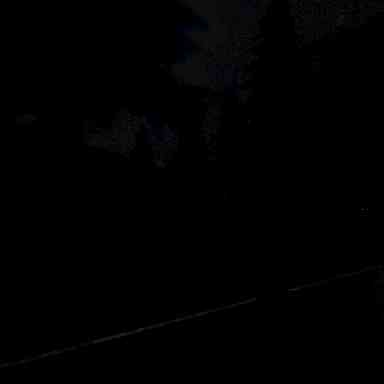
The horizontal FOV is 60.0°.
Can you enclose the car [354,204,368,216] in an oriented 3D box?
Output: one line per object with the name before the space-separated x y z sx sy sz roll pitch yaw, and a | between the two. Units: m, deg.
car | 14.011 1.562 31.284 2.033 1.411 5.357 0 0 -32
